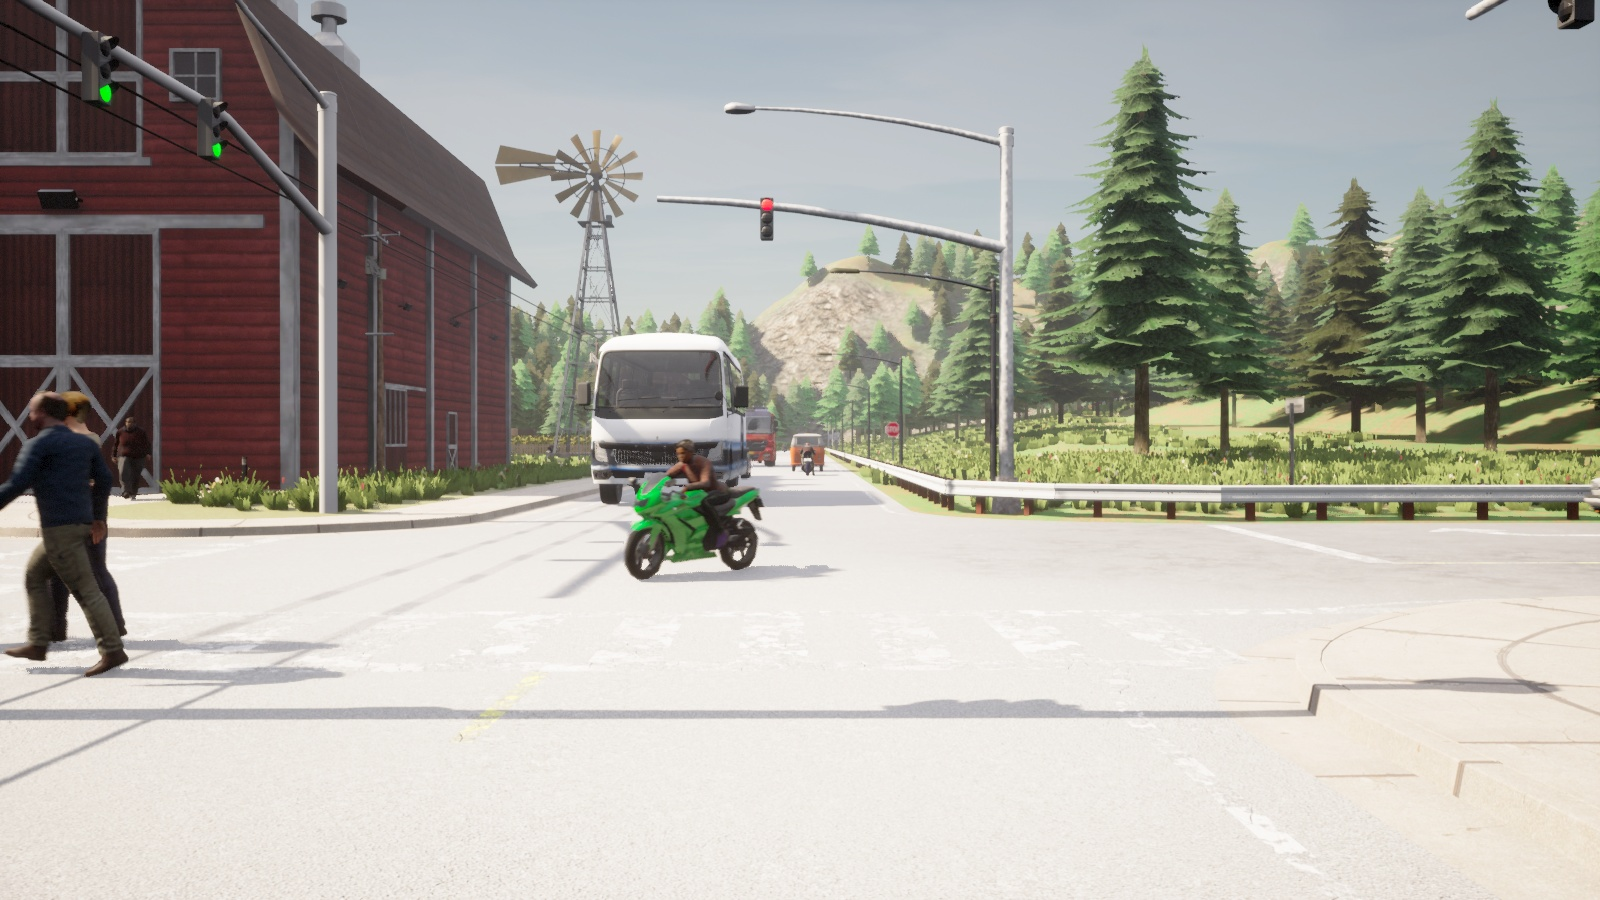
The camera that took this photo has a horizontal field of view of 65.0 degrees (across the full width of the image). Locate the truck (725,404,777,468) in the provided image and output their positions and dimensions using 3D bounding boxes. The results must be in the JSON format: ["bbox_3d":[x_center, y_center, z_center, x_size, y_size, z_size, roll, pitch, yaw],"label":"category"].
[{"bbox_3d":[-3.025,-0.873,79.847,2.891,3.827,8.468,0,0,0],"label":"truck"}]

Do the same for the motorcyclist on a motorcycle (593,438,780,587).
[{"bbox_3d":[-1.224,0.635,13.948,0.797,1.523,2.044,1,1,43],"label":"motorcyclist on a motorcycle"}]

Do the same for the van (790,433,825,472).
[{"bbox_3d":[0.398,0.124,66.402,1.775,1.987,4.442,0,0,0],"label":"van"}]

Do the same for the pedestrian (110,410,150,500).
[{"bbox_3d":[-14.001,0.100,26.250,0.634,1.844,0.899,0,0,-22],"label":"pedestrian"}]

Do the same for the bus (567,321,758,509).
[{"bbox_3d":[-3.290,-0.823,33.683,3.944,4.253,10.273,0,0,0],"label":"bus"}]

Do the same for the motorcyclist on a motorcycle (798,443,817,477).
[{"bbox_3d":[0.346,0.456,57.476,0.866,1.530,2.191,0,0,0],"label":"motorcyclist on a motorcycle"}]

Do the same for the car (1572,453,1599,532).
[{"bbox_3d":[15.619,0.716,20.596,4.718,1.301,1.895,0,0,1],"label":"car"}]

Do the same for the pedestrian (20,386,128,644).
[{"bbox_3d":[-5.267,0.460,9.122,0.594,1.836,0.345,0,0,9],"label":"pedestrian"}]

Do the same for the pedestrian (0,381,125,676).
[{"bbox_3d":[-4.804,0.491,8.054,0.726,1.842,0.402,0,0,1],"label":"pedestrian"}]
